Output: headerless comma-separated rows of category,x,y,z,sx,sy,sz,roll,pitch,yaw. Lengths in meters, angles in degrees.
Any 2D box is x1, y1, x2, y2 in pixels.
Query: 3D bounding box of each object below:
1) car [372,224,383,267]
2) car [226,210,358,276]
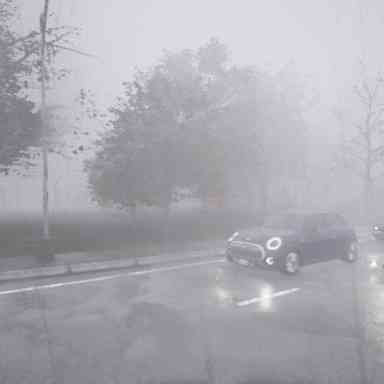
car,7.508,1.622,9.343,5.357,1.411,2.033,1,0,-35
car,3.268,1.394,10.618,4.553,1.767,2.097,1,0,-35
